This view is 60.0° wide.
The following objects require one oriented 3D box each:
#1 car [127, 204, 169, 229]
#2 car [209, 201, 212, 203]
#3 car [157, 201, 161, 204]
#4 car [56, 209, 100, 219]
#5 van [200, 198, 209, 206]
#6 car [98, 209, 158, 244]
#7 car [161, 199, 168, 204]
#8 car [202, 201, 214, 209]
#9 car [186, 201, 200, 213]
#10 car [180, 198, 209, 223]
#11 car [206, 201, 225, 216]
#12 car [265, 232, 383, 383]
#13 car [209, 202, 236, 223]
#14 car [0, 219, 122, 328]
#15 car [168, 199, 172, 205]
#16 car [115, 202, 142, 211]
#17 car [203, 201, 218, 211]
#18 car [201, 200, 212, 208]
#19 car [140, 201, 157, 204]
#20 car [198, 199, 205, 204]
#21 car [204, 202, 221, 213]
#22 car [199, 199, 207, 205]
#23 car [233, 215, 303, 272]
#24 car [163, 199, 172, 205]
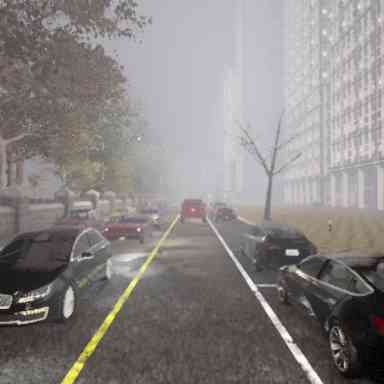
[{"bbox_3d":[-2.993,1.797,23.850,2.033,1.411,5.357,0,-1,0],"label":"car"},{"bbox_3d":[2.702,1.795,33.560,1.967,1.590,4.097,0,-1,0],"label":"car"},{"bbox_3d":[-5.675,2.024,44.825,1.887,1.381,4.507,0,-1,0],"label":"car"},{"bbox_3d":[-5.684,1.614,16.667,1.967,1.590,4.097,0,-1,0],"label":"car"},{"bbox_3d":[2.715,2.142,72.985,1.690,1.788,3.998,0,-1,0],"label":"van"},{"bbox_3d":[-3.077,1.778,16.957,1.895,1.301,4.718,0,-1,0],"label":"car"},{"bbox_3d":[-5.671,2.150,56.089,1.887,1.381,4.507,0,-1,0],"label":"car"},{"bbox_3d":[2.709,2.187,56.086,1.802,1.307,4.206,0,-1,0],"label":"car"},{"bbox_3d":[0.111,1.993,45.537,1.837,1.490,4.892,0,0,0],"label":"car"},{"bbox_3d":[0.108,1.528,28.968,2.150,2.045,5.566,0,0,0],"label":"car"},{"bbox_3d":[2.704,1.857,39.191,1.967,1.590,4.097,0,-1,0],"label":"car"},{"bbox_3d":[2.692,1.622,5.398,1.947,1.339,4.313,0,-1,0],"label":"car"},{"bbox_3d":[2.700,1.838,27.928,1.887,1.381,4.507,0,-1,0],"label":"car"},{"bbox_3d":[-3.085,1.583,7.411,1.837,1.490,4.892,0,-1,0],"label":"car"},{"bbox_3d":[-5.667,2.279,67.353,1.887,1.381,4.507,0,-1,0],"label":"car"},{"bbox_3d":[-5.680,1.818,27.761,1.752,1.417,4.829,0,-1,0],"label":"car"},{"bbox_3d":[2.707,2.093,50.454,2.008,1.369,4.403,0,-1,0],"label":"car"},{"bbox_3d":[2.711,2.251,61.718,1.802,1.307,4.206,0,-1,0],"label":"car"},{"bbox_3d":[-5.676,1.857,39.194,1.967,1.590,4.097,0,-1,0],"label":"car"},{"bbox_3d":[2.723,2.655,95.509,1.802,1.307,4.206,0,-1,0],"label":"car"},{"bbox_3d":[2.705,2.030,44.822,2.008,1.369,4.403,0,-1,0],"label":"car"},{"bbox_3d":[2.718,2.518,84.245,1.802,1.307,4.206,0,-1,0],"label":"car"},{"bbox_3d":[2.694,1.680,11.031,1.947,1.339,4.313,0,-1,0],"label":"car"},{"bbox_3d":[-5.664,2.392,78.447,1.752,1.417,4.829,0,-1,0],"label":"car"}]
